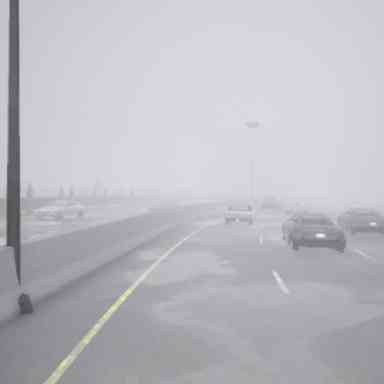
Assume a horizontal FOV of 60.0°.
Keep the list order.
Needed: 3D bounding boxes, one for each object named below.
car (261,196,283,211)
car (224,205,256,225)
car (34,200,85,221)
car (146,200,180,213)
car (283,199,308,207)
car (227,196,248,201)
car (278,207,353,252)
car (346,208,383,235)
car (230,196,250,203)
[{"bbox_3d":[9.784,1.290,40.165,2.097,1.767,4.553,0,0,26],"label":"car"},{"bbox_3d":[3.591,1.555,24.021,1.895,1.301,4.718,0,0,15],"label":"car"},{"bbox_3d":[-10.366,1.414,26.498,1.812,1.442,4.674,0,0,15],"label":"car"},{"bbox_3d":[-2.372,1.441,29.079,1.812,1.442,4.674,0,0,18],"label":"car"},{"bbox_3d":[10.797,1.484,34.042,1.812,1.442,4.674,0,0,23],"label":"car"},{"bbox_3d":[7.825,1.377,58.061,2.128,1.511,4.902,0,0,34],"label":"car"},{"bbox_3d":[4.989,1.549,14.058,1.994,1.385,4.181,0,0,9],"label":"car"},{"bbox_3d":[9.436,1.557,18.491,1.994,1.385,4.181,0,0,12],"label":"car"},{"bbox_3d":[9.604,1.436,66.366,1.994,1.385,4.181,0,0,39],"label":"car"}]
